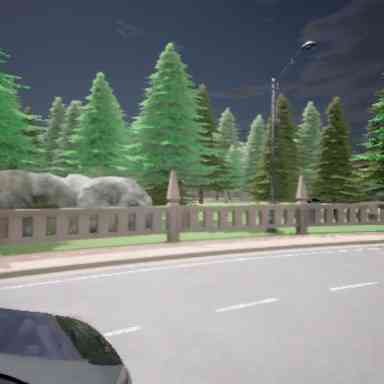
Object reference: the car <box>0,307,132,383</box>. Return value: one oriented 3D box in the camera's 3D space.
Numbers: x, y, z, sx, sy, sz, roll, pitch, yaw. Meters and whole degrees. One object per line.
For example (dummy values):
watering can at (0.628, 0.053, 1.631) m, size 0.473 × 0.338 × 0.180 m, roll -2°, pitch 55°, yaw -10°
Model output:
car at (-2.433, 1.527, 1.936) m, size 4.181 × 1.385 × 1.994 m, roll 0°, pitch 0°, yaw -35°
